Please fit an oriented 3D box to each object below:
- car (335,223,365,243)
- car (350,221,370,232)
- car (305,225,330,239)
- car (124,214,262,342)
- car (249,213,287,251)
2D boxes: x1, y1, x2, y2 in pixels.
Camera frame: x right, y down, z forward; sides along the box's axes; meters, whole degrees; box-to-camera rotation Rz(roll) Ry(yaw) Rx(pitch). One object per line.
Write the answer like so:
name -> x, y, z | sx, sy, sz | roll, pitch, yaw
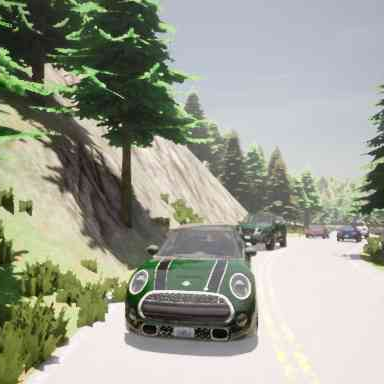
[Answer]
car -> 14.959, 3.980, 31.584 | 1.812, 1.442, 4.674 | 0, -6, 31
car -> 20.248, 4.625, 40.479 | 2.150, 2.045, 5.566 | 0, -6, 30
car -> 13.478, 4.244, 35.550 | 1.812, 1.442, 4.674 | 0, -6, 31
car -> 0.232, 1.484, 6.964 | 2.097, 1.767, 4.553 | 0, -2, 9
car -> 4.104, 2.240, 19.582 | 2.150, 2.045, 5.566 | 0, -5, 27
